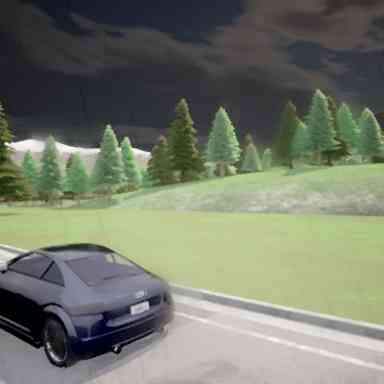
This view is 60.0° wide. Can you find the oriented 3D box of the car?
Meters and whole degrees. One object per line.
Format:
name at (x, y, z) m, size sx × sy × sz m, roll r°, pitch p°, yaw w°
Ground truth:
car at (-2.305, 1.629, 5.932) m, size 4.181 × 1.385 × 1.994 m, roll -1°, pitch -1°, yaw 38°
